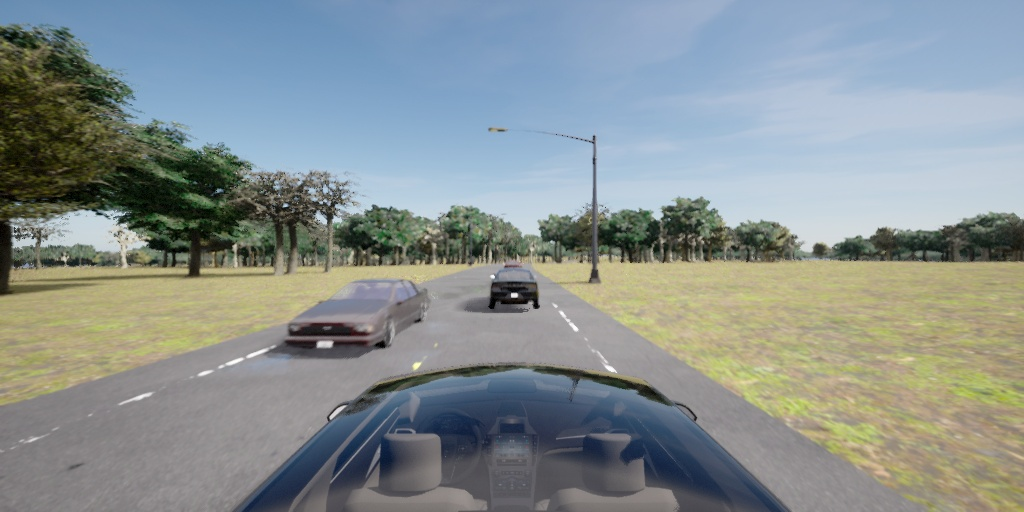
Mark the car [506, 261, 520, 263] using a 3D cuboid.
[{"bbox_3d":[0.087,1.231,37.438,1.882,1.535,5.008,0,0,0],"label":"car"}]

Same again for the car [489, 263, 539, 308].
[{"bbox_3d":[0.088,1.234,15.234,1.882,1.535,5.008,0,0,0],"label":"car"}]

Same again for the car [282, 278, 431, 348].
[{"bbox_3d":[-3.554,1.305,9.506,2.033,1.411,5.357,0,0,0],"label":"car"}]
